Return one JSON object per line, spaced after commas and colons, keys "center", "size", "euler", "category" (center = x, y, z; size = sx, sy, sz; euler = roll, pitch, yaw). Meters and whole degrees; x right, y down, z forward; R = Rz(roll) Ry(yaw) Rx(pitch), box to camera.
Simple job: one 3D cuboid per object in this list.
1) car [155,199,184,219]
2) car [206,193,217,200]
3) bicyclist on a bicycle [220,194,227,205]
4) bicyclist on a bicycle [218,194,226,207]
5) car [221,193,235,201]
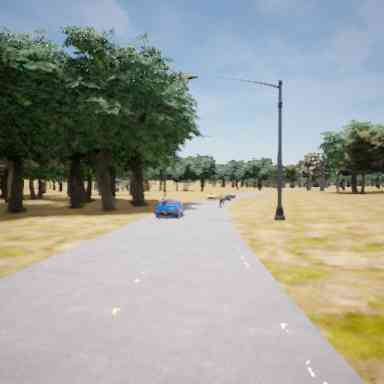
{"center": [-1.830, 1.353, 28.070], "size": [1.882, 1.535, 5.008], "euler": [0, 0, 5], "category": "car"}
{"center": [4.131, 0.909, 69.045], "size": [1.882, 1.535, 5.008], "euler": [1, 1, 11], "category": "car"}
{"center": [4.857, 1.130, 51.297], "size": [0.866, 1.612, 1.509], "euler": [0, 1, 9], "category": "bicyclist on a bicycle"}
{"center": [3.697, 1.225, 43.086], "size": [0.582, 1.620, 1.656], "euler": [0, 0, 7], "category": "bicyclist on a bicycle"}
{"center": [7.082, 0.970, 68.469], "size": [2.128, 1.511, 4.902], "euler": [1, 1, 12], "category": "car"}
